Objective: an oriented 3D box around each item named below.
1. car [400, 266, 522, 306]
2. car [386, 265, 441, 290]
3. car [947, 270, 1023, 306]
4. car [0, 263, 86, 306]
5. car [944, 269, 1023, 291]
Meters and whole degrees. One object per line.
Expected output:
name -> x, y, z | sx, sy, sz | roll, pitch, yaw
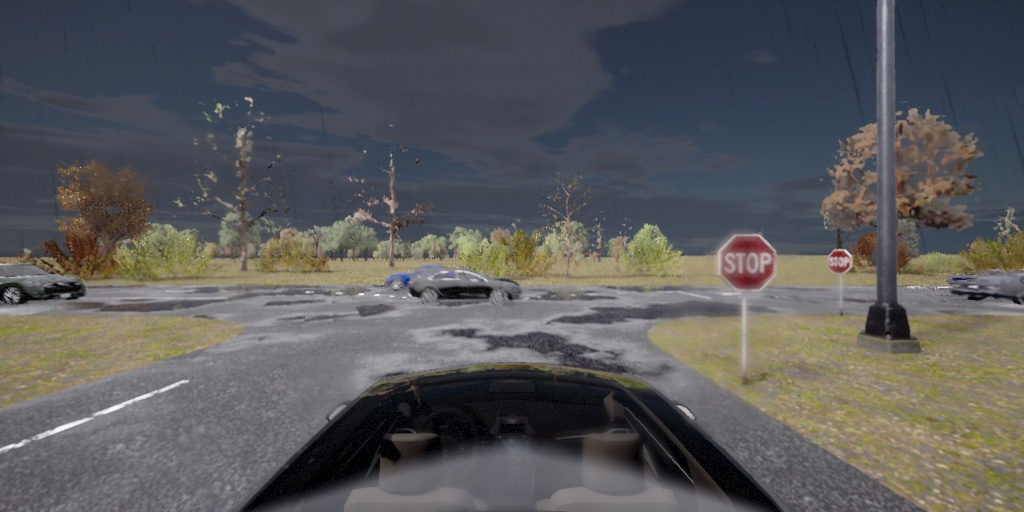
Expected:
car -> -2.043, 1.314, 15.748 | 4.902, 1.511, 2.128 | 0, 0, -1
car -> -5.385, 1.323, 22.675 | 5.008, 1.535, 1.882 | 0, 0, -1
car -> 23.583, 1.468, 16.464 | 5.357, 1.411, 2.033 | 0, 0, -2
car -> -21.270, 1.093, 15.216 | 4.553, 1.767, 2.097 | 0, 0, -2
car -> 32.010, 1.575, 23.723 | 4.718, 1.301, 1.895 | 0, 0, -2
